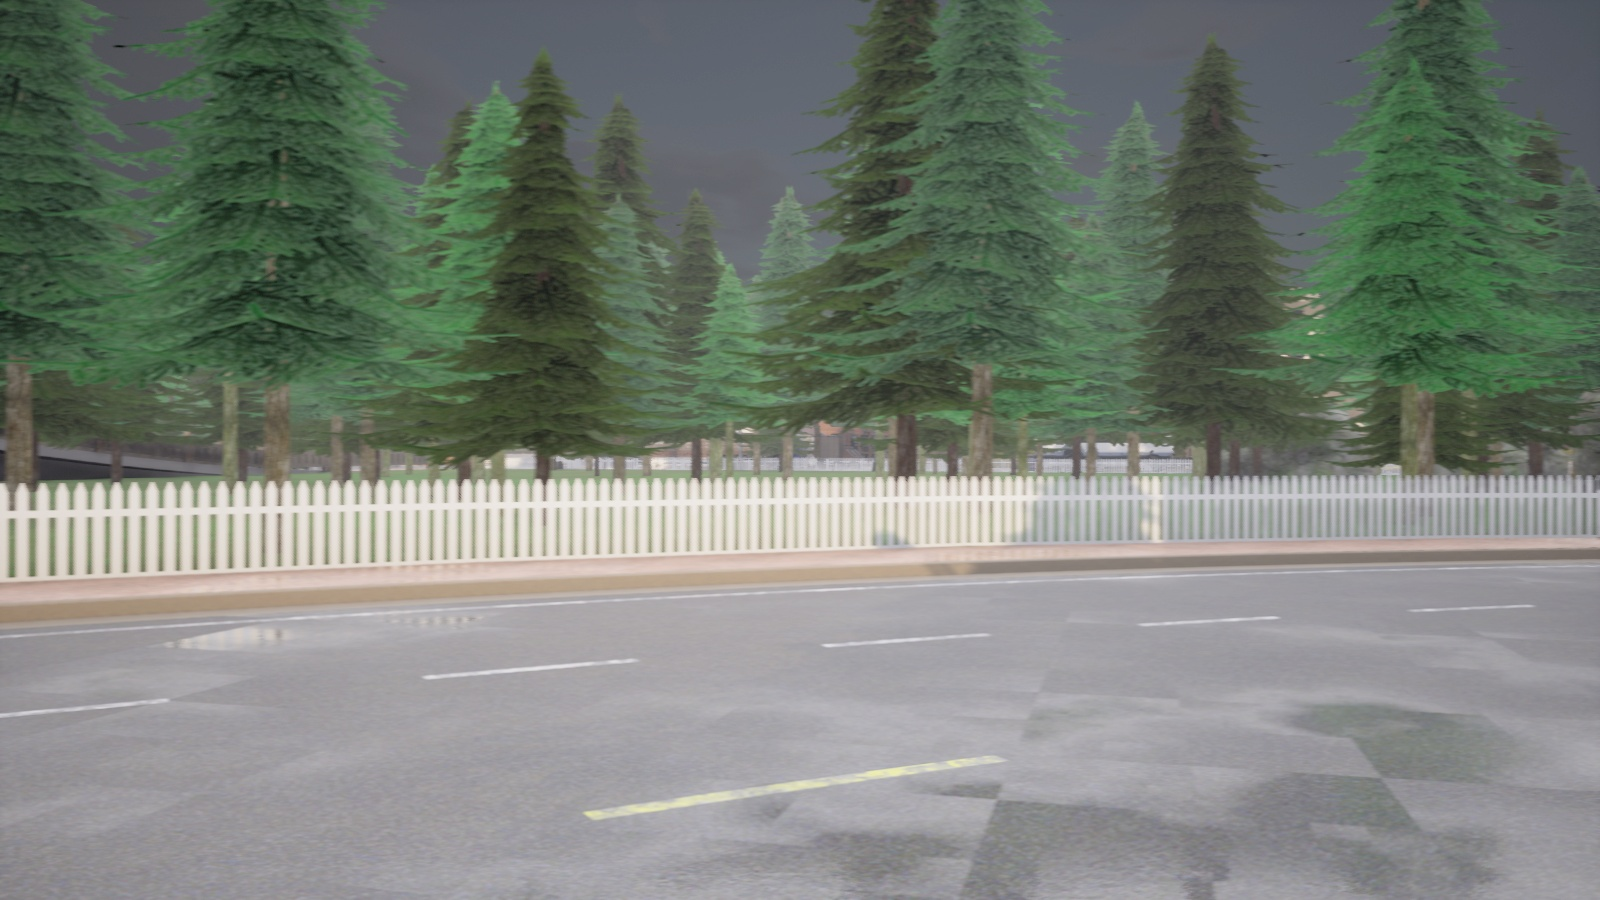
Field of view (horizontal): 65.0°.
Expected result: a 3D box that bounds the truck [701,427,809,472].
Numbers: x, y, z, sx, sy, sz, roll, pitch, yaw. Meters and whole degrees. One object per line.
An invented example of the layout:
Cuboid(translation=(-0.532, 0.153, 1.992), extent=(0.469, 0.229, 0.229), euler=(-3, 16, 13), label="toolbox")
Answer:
Cuboid(translation=(-3.523, -0.039, 98.438), extent=(7.936, 3.462, 2.891), euler=(0, 0, 16), label="truck")

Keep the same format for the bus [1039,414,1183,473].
Cuboid(translation=(23.355, -0.477, 94.232), extent=(10.273, 4.253, 3.944), euler=(0, 0, 16), label="bus")
